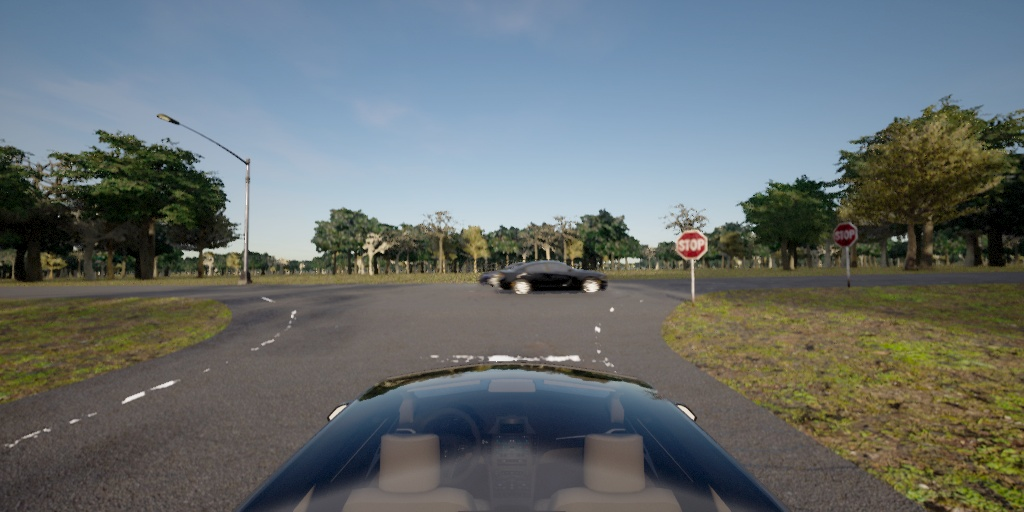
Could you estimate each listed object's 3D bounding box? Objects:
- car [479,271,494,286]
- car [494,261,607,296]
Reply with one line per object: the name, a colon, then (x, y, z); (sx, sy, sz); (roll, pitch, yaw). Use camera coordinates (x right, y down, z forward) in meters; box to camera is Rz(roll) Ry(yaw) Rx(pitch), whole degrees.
car: (0.562, 1.162, 23.539); (5.357, 1.411, 2.033); (-2, -1, -1)
car: (1.827, 0.960, 16.551); (5.008, 1.535, 1.882); (-1, 0, -1)
